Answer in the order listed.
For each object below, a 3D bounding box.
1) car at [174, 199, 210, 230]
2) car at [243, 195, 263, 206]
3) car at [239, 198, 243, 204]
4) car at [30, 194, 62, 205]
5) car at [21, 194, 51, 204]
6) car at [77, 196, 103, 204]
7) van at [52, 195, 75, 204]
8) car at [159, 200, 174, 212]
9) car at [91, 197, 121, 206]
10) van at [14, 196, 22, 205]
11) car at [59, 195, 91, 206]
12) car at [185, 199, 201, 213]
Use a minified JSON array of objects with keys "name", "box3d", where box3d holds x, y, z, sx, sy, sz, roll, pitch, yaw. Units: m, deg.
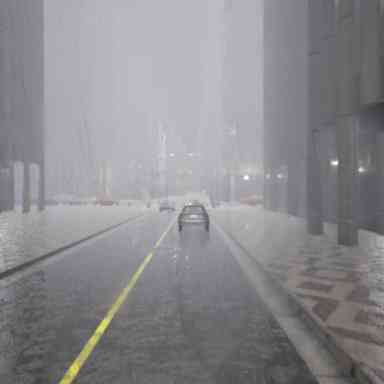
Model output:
[{"name":"car","box3d":[0.107,1.486,21.519,2.033,1.649,4.856,0,0,0]},{"name":"car","box3d":[12.145,1.676,58.831,5.009,1.841,2.192,0,0,0]},{"name":"car","box3d":[12.133,1.576,67.355,5.009,1.841,2.192,0,0,0]},{"name":"car","box3d":[-25.946,1.505,58.730,5.009,1.841,2.192,0,0,0]},{"name":"car","box3d":[-31.480,1.382,67.246,5.009,1.841,2.192,0,0,0]},{"name":"car","box3d":[-20.602,1.636,67.273,4.829,1.417,1.752,0,0,0]},{"name":"van","box3d":[-25.955,1.430,67.259,3.998,1.788,1.690,0,0,0]},{"name":"car","box3d":[-3.007,1.684,41.182,2.033,1.411,5.357,0,0,0]},{"name":"car","box3d":[-14.896,1.781,58.762,4.507,1.381,1.887,0,0,0]},{"name":"van","box3d":[-31.472,1.509,58.715,3.998,1.788,1.690,0,0,0]},{"name":"car","box3d":[-20.422,1.763,58.747,4.403,1.369,2.008,0,0,0]},{"name":"car","box3d":[0.109,1.631,39.299,1.837,1.490,4.892,0,0,0]}]
